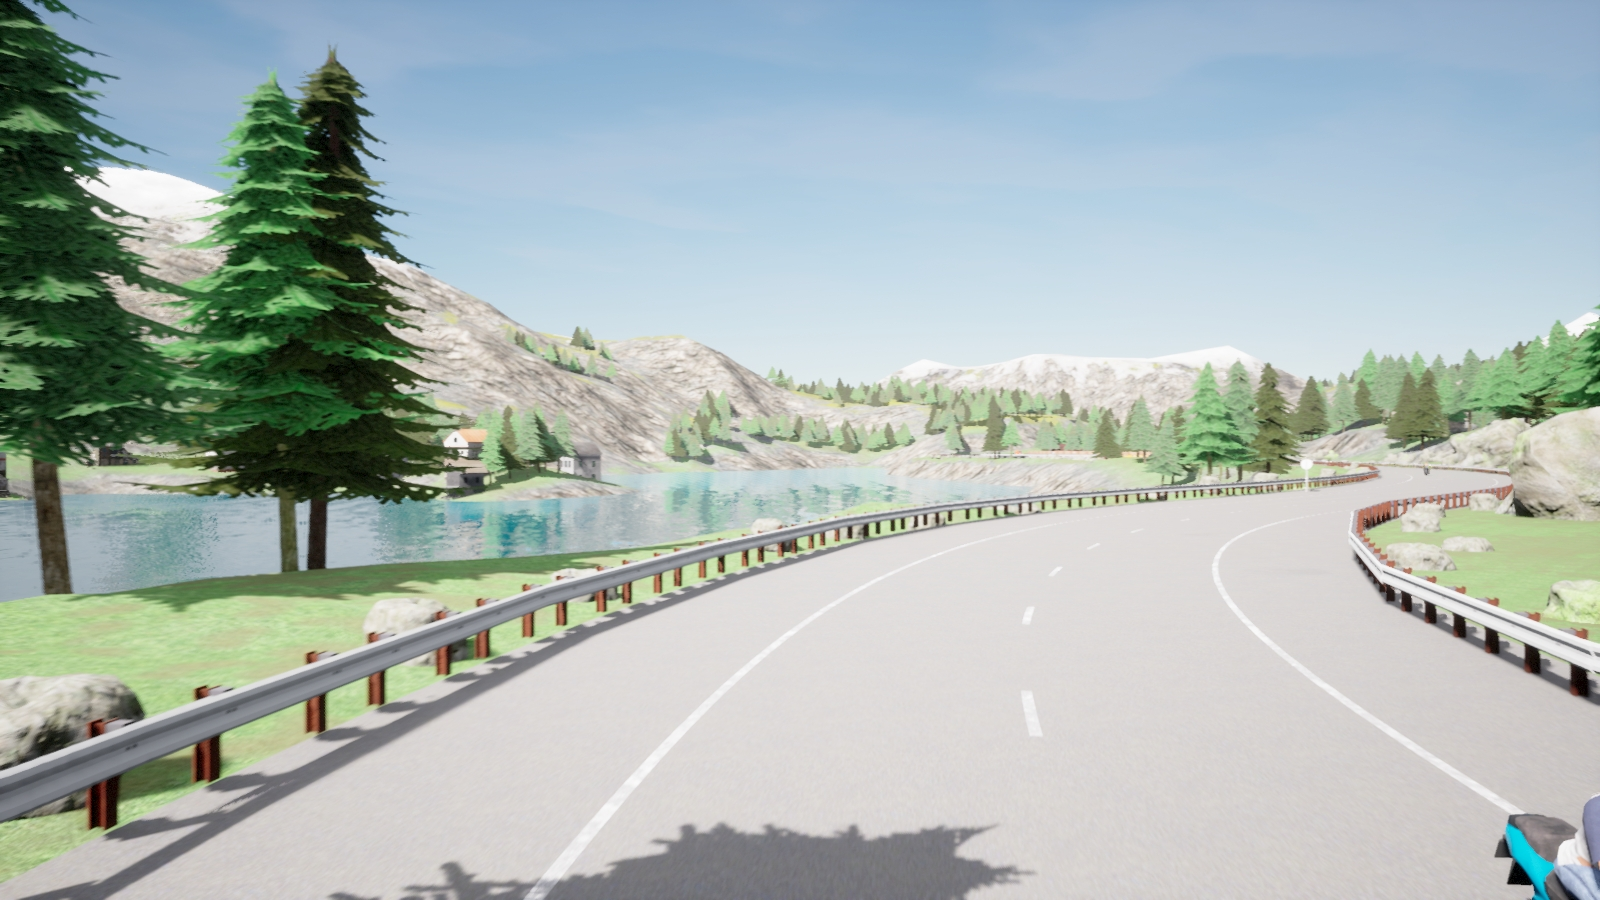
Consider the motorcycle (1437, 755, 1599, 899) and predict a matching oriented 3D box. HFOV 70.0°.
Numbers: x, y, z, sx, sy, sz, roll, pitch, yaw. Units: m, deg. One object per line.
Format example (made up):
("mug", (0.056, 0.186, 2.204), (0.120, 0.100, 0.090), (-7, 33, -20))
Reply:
("motorcycle", (3.606, 2.179, 4.831), (0.803, 1.217, 2.033), (0, 0, 4))
